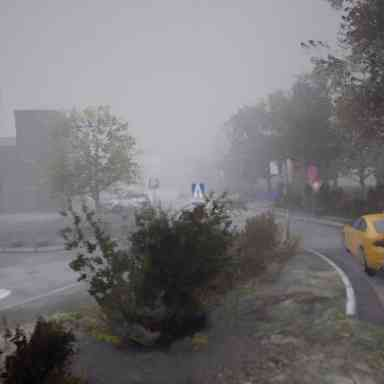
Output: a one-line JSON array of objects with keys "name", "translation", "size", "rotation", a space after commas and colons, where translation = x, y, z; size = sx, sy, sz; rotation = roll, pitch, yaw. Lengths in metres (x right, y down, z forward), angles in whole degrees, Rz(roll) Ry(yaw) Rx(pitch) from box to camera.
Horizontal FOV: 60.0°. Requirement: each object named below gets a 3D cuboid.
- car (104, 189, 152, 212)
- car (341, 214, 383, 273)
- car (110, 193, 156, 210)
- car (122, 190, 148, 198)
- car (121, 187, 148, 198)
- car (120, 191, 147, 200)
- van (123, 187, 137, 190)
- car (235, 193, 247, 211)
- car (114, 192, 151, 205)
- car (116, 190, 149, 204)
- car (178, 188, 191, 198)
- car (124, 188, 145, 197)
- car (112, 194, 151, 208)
[{"name": "car", "translation": [-6.666, 1.084, 36.103], "size": [5.566, 2.045, 2.435], "rotation": [-5, 2, -29]}, {"name": "car", "translation": [6.035, 1.417, 10.416], "size": [1.882, 1.535, 5.008], "rotation": [-2, 0, 16]}, {"name": "car", "translation": [-7.465, 1.176, 42.151], "size": [5.366, 1.575, 1.946], "rotation": [-5, 2, -29]}, {"name": "car", "translation": [-12.816, 0.422, 74.744], "size": [5.366, 1.575, 1.946], "rotation": [-5, 2, -29]}, {"name": "car", "translation": [-13.466, 0.122, 77.629], "size": [5.566, 2.045, 2.435], "rotation": [-5, 2, -29]}, {"name": "car", "translation": [-11.505, 0.664, 65.782], "size": [4.792, 1.488, 2.163], "rotation": [-5, 2, -29]}, {"name": "van", "translation": [-8.725, 0.836, 47.915], "size": [4.442, 1.987, 1.878], "rotation": [-5, 3, -29]}, {"name": "car", "translation": [3.613, 0.815, 31.849], "size": [2.097, 1.767, 4.553], "rotation": [-3, 2, -9]}, {"name": "car", "translation": [-9.094, 0.982, 50.945], "size": [5.008, 1.535, 2.097], "rotation": [-5, 3, -29]}, {"name": "car", "translation": [-9.629, 0.790, 53.896], "size": [4.553, 1.767, 2.185], "rotation": [-5, 2, -29]}, {"name": "car", "translation": [-1.260, 0.120, 61.274], "size": [2.097, 1.767, 4.553], "rotation": [-3, 2, -9]}, {"name": "car", "translation": [-14.464, 0.125, 83.521], "size": [4.553, 1.767, 2.185], "rotation": [-5, 2, -29]}, {"name": "car", "translation": [-8.123, 1.163, 45.024], "size": [4.674, 1.452, 2.002], "rotation": [-5, 2, -29]}]
